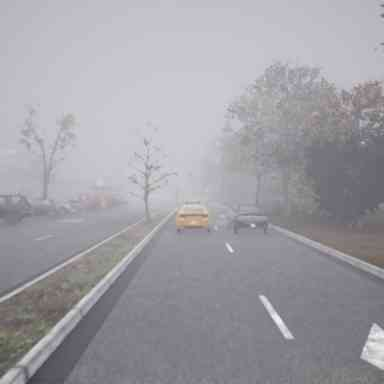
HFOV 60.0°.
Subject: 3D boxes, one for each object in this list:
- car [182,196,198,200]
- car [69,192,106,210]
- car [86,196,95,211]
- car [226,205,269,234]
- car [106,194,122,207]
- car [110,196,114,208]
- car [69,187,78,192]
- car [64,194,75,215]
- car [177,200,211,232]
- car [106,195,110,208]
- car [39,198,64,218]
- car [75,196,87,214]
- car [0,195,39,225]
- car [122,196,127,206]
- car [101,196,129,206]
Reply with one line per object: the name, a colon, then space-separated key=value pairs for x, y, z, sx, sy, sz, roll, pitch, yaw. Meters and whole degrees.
car: x=0.091 y=1.551 z=39.658 sx=1.882 sy=1.535 sz=5.008 roll=0 pitch=0 yaw=0
car: x=-13.835 y=1.320 z=40.719 sx=5.566 sy=2.045 sz=2.435 roll=-1 pitch=0 yaw=-20
car: x=-13.834 y=1.582 z=37.714 sx=4.792 sy=1.488 sz=2.163 roll=-1 pitch=0 yaw=-20
car: x=3.095 y=1.481 z=19.253 sx=2.128 sy=1.511 sz=4.902 roll=0 pitch=0 yaw=0
car: x=-13.809 y=1.378 z=49.732 sx=5.566 sy=2.045 sz=2.435 roll=-1 pitch=0 yaw=-20
car: x=-13.788 y=1.650 z=46.734 sx=4.674 sy=1.452 sz=2.002 roll=-1 pitch=0 yaw=-20
car: x=-31.197 y=-0.130 z=87.516 sx=2.435 sy=2.045 sz=5.566 roll=6 pitch=-3 yaw=-19
car: x=-13.844 y=1.394 z=31.720 sx=4.553 sy=1.767 sz=2.185 roll=-1 pitch=0 yaw=-20
car: x=0.094 y=1.467 z=20.151 sx=1.882 sy=1.535 sz=5.008 roll=0 pitch=0 yaw=0
car: x=-13.976 y=1.589 z=43.667 sx=5.366 sy=1.575 sz=1.946 roll=-1 pitch=0 yaw=-20
car: x=-13.782 y=1.379 z=28.734 sx=4.553 sy=1.767 sz=2.185 roll=-1 pitch=0 yaw=-20
car: x=-13.817 y=1.537 z=34.730 sx=4.892 sy=1.521 sz=2.231 roll=-1 pitch=-1 yaw=-20
car: x=-13.841 y=1.234 z=22.708 sx=5.566 sy=2.045 sz=2.435 roll=-1 pitch=0 yaw=-20
car: x=-13.738 y=1.397 z=52.768 sx=5.566 sy=2.045 sz=2.435 roll=-1 pitch=-1 yaw=-20
car: x=-13.650 y=1.562 z=58.782 sx=4.553 sy=1.767 sz=2.185 roll=-1 pitch=0 yaw=-19
